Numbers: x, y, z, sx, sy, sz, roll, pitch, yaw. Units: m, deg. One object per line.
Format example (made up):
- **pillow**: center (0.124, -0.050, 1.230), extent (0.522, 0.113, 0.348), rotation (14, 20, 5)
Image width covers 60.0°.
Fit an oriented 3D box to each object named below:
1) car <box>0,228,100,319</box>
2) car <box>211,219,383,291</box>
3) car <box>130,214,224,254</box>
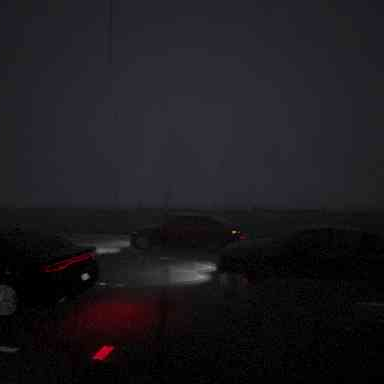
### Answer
- **car**: center (-4.491, 1.536, 7.238), extent (5.008, 1.535, 1.882), rotation (0, 0, 15)
- **car**: center (3.404, 1.584, 8.721), extent (5.357, 1.411, 2.033), rotation (0, 0, 15)
- **car**: center (-0.177, 1.602, 13.318), extent (4.674, 1.442, 1.812), rotation (-1, 0, 15)
